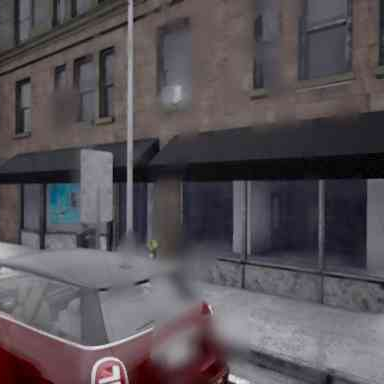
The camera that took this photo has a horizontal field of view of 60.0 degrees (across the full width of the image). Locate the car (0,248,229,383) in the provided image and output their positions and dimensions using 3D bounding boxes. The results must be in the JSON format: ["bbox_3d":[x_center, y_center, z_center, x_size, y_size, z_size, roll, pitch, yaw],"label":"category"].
[{"bbox_3d":[-1.696,1.419,4.023,4.097,1.590,1.967,0,0,36],"label":"car"}]
